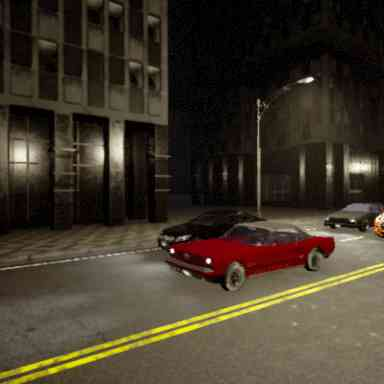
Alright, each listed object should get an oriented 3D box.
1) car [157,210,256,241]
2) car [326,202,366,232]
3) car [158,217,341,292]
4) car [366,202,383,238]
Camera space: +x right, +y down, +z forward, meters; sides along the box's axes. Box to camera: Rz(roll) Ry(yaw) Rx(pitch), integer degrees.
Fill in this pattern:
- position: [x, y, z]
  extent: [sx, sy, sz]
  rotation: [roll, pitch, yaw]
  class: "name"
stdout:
- position: [0.974, 1.415, 12.343]
  extent: [4.674, 1.442, 1.812]
  rotation: [-1, 1, -35]
  class: "car"
- position: [9.550, 1.287, 18.377]
  extent: [5.357, 1.411, 2.033]
  rotation: [-1, 1, -35]
  class: "car"
- position: [1.687, 1.511, 8.867]
  extent: [4.718, 1.301, 1.895]
  rotation: [-1, 1, -35]
  class: "car"
- position: [10.117, 1.115, 14.815]
  extent: [4.553, 1.767, 2.097]
  rotation: [-1, 1, -35]
  class: "car"
